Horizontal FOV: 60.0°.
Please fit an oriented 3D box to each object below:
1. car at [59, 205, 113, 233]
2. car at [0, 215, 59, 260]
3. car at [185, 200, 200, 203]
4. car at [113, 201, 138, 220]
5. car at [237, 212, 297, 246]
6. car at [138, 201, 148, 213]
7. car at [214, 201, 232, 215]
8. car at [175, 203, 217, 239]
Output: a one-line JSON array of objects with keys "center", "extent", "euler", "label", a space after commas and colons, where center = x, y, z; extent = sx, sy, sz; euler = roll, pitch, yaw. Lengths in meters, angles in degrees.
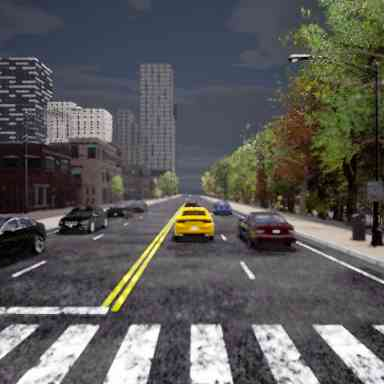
[{"center": [-6.569, 1.618, 20.534], "extent": [1.837, 1.490, 4.892], "euler": [0, 0, 1], "label": "car"}, {"center": [-6.606, 1.553, 11.060], "extent": [2.128, 1.511, 4.902], "euler": [0, 0, 1], "label": "car"}, {"center": [0.015, 1.732, 43.690], "extent": [2.128, 1.511, 4.902], "euler": [0, 0, 0], "label": "car"}, {"center": [-6.499, 1.731, 30.270], "extent": [1.994, 1.385, 4.181], "euler": [0, 0, 0], "label": "car"}, {"center": [3.351, 1.634, 15.722], "extent": [2.033, 1.411, 5.357], "euler": [0, 0, 0], "label": "car"}, {"center": [-6.497, 1.771, 40.693], "extent": [2.033, 1.411, 5.357], "euler": [0, 0, 0], "label": "car"}, {"center": [3.352, 1.752, 37.262], "extent": [2.033, 1.411, 5.357], "euler": [0, 0, 0], "label": "car"}, {"center": [0.101, 1.577, 17.909], "extent": [1.882, 1.535, 5.008], "euler": [0, 0, 0], "label": "car"}]
